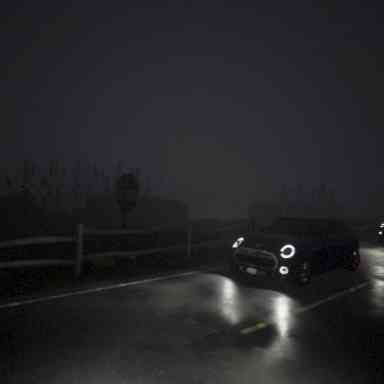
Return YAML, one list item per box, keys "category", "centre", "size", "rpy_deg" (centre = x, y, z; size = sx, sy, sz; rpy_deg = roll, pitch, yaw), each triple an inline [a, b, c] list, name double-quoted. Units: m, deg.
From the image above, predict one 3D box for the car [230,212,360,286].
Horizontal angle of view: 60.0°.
- category: "car"
  centre: [3.219, 1.505, 10.040]
  size: [4.553, 1.767, 2.097]
  rpy_deg: [2, 0, -42]

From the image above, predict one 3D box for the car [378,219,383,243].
- category: "car"
  centre: [12.094, 1.749, 18.040]
  size: [5.566, 2.045, 2.150]
  rpy_deg: [3, -1, -43]
